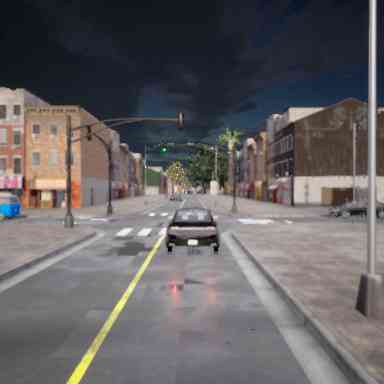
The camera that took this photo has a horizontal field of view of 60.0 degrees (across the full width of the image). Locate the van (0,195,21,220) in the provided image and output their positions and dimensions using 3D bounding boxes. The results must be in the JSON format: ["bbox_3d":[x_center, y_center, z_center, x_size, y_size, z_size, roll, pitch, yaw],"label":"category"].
[{"bbox_3d":[-14.741,1.113,24.301,3.998,1.788,1.690,0,1,0],"label":"van"}]

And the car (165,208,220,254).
[{"bbox_3d":[0.044,1.349,12.870,2.128,1.511,4.902,0,1,0],"label":"car"}]

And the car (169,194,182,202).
[{"bbox_3d":[-2.797,0.985,57.472,1.994,1.385,4.181,0,1,1],"label":"car"}]

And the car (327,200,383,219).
[{"bbox_3d":[12.261,1.253,24.428,4.403,1.369,2.008,0,1,0],"label":"car"}]
